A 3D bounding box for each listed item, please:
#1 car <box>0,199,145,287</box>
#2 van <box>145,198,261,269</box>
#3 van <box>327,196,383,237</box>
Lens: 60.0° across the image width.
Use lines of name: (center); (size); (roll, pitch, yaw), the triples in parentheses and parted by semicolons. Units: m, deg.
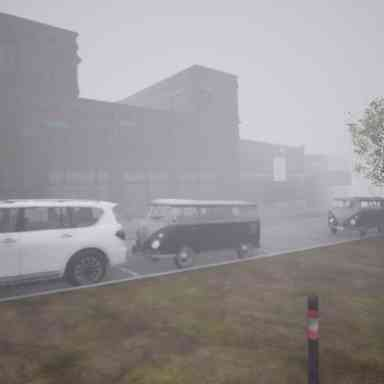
car: (-4.215, 1.185, 7.552); (5.566, 2.045, 2.435); (2, 0, -38)
van: (0.231, 1.214, 10.794); (4.442, 1.987, 1.878); (2, 0, -39)
van: (8.899, 1.242, 17.865); (4.442, 1.987, 1.878); (2, 0, -43)
